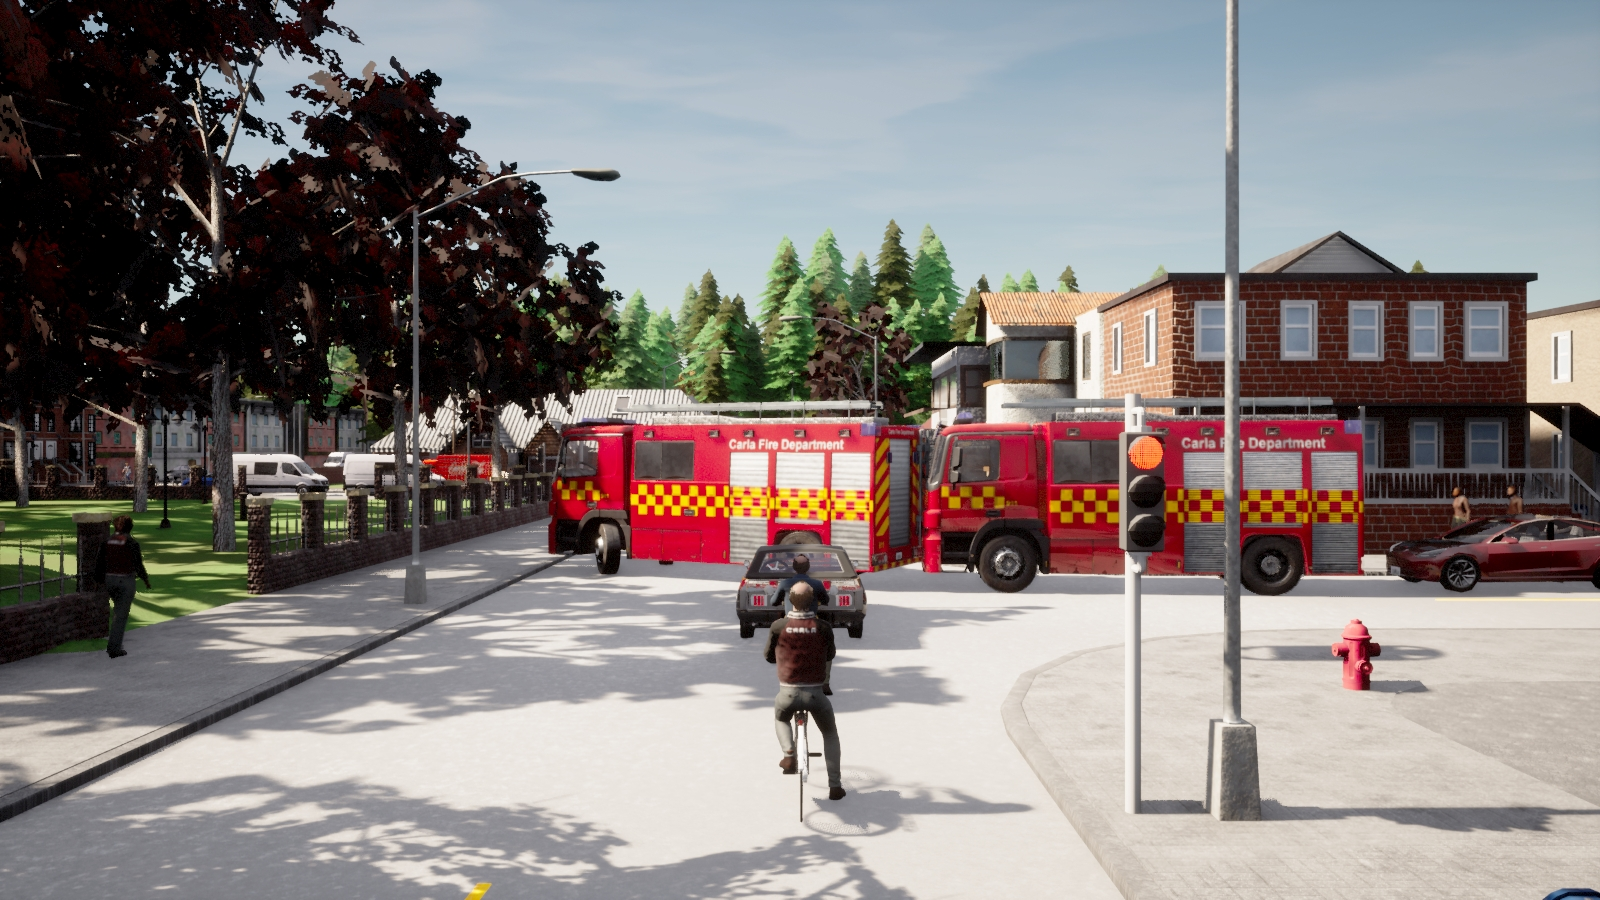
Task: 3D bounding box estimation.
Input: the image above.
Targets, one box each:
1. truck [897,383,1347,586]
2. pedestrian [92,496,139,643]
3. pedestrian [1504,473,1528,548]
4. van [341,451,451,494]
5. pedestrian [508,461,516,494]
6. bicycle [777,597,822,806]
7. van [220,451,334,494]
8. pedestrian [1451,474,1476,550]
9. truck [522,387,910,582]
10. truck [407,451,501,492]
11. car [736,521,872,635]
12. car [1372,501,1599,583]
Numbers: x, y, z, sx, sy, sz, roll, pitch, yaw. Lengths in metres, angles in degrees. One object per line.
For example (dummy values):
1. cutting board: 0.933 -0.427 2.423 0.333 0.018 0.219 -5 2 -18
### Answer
1. truck: 6.251 0.669 23.440 8.468 3.827 2.891 0 0 5
2. pedestrian: -8.813 1.525 14.714 0.375 1.860 0.375 0 0 4
3. pedestrian: 17.929 1.516 28.609 0.375 1.860 0.375 0 0 2
4. van: -24.299 1.314 68.785 5.915 2.561 1.988 0 0 1
5. pedestrian: -16.066 1.525 63.688 0.375 1.860 0.375 0 0 0
6. bicycle: -0.005 1.940 9.200 0.329 1.271 1.835 0 0 0
7. van: -31.465 1.314 68.839 5.915 2.561 1.988 0 0 1
8. pedestrian: 16.369 1.516 28.179 0.375 1.860 0.375 0 0 -6
9. truck: -2.007 0.672 25.771 8.468 3.827 2.891 0 0 28
10. truck: -21.981 1.338 72.776 5.204 2.467 2.627 -1 0 0
11. car: 0.052 1.935 18.331 1.895 1.301 4.718 0 0 0
12. car: 14.646 1.843 23.389 4.792 1.488 2.163 0 0 0
